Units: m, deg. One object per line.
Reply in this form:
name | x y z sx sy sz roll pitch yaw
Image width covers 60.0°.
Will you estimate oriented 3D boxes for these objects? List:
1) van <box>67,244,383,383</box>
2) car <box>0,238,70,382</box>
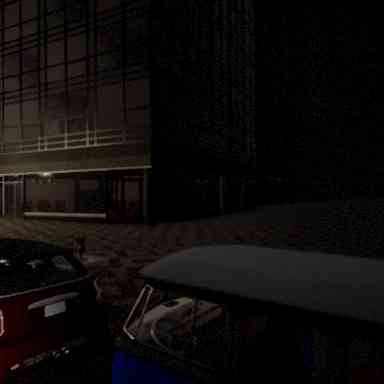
van | 1.207 1.341 1.999 3.998 1.788 1.690 0 -1 35
car | -3.239 1.446 5.167 4.097 1.590 1.967 0 -1 35
